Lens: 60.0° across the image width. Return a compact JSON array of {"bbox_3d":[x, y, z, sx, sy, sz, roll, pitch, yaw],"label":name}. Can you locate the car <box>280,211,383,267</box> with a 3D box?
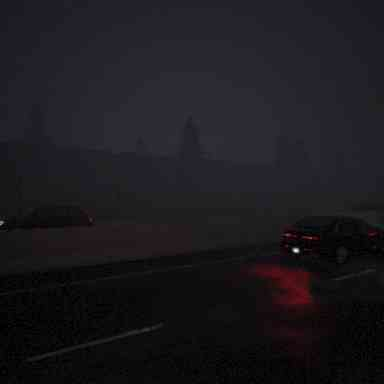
[{"bbox_3d":[5.199,1.580,11.768,4.892,1.490,1.837,1,0,-36],"label":"car"}]

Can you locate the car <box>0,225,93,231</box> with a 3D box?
[{"bbox_3d":[-7.208,1.377,16.051,4.553,1.767,2.097,1,0,-36],"label":"car"}]

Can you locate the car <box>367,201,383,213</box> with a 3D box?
[{"bbox_3d":[25.025,1.915,43.403,4.718,1.301,1.895,1,0,-36],"label":"car"}]
